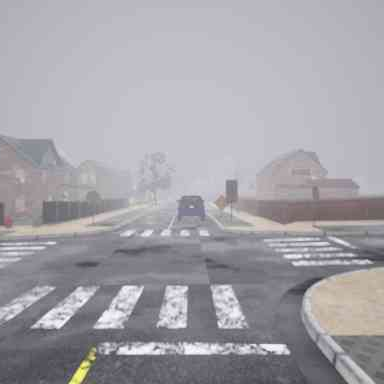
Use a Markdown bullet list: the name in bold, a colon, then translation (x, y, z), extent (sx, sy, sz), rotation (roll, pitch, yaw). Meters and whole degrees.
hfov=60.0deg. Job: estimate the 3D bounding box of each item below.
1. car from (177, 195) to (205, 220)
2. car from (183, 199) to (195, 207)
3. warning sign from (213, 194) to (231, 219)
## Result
- **car**: translation (-0.075, 1.279, 28.549), extent (2.150, 2.045, 5.566), rotation (0, 0, -1)
- **car**: translation (-0.535, 1.827, 57.204), extent (1.895, 1.301, 4.718), rotation (0, 0, 0)
- **warning sign**: translation (2.398, 1.167, 26.875), extent (1.300, 1.860, 1.060), rotation (2, 2, -1)
